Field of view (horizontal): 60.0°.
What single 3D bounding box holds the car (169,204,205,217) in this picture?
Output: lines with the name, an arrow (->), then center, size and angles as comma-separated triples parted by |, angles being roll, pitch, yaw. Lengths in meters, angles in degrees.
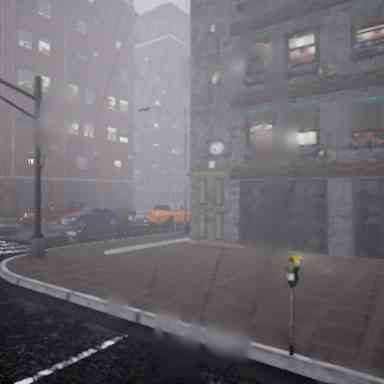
car -> -0.492, 2.116, 38.649 | 1.752, 1.417, 4.829 | -1, -2, 35

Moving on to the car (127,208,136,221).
car -> -6.981, 1.933, 29.494 | 1.887, 1.381, 4.507 | -1, -2, 35

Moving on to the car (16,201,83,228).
car -> -10.274, 1.600, 24.853 | 2.192, 1.841, 5.009 | -1, -2, 35

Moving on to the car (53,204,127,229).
car -> -7.359, 1.845, 24.495 | 1.812, 1.442, 4.674 | 0, -1, 36

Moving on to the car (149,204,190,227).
car -> -1.422, 1.786, 27.304 | 2.097, 1.767, 4.553 | 0, -1, 35
